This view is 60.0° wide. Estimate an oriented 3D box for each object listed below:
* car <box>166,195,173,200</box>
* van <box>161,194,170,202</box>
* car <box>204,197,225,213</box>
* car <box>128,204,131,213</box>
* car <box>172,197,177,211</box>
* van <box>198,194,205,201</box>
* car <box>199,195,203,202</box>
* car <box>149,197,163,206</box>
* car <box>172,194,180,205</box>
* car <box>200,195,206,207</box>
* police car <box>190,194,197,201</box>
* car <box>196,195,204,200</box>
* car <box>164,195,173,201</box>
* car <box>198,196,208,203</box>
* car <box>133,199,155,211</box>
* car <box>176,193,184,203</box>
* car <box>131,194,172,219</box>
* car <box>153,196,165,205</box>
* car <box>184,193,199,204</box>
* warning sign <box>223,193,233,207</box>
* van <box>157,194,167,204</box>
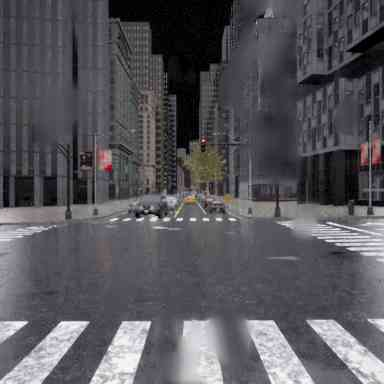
[{"bbox_3d":[-6.233,1.624,93.766,1.802,1.307,4.206,0,0,0],"label":"car"},{"bbox_3d":[-6.129,1.368,77.527,1.690,1.788,3.998,0,0,0],"label":"van"},{"bbox_3d":[2.662,1.556,36.362,2.008,1.369,4.403,0,0,0],"label":"car"},{"bbox_3d":[-5.863,1.556,36.311,2.008,1.369,4.403,0,0,0],"label":"car"},{"bbox_3d":[-3.231,1.608,41.731,1.895,1.301,4.718,0,0,0],"label":"car"},{"bbox_3d":[2.356,1.373,83.723,1.690,1.788,3.998,0,0,0],"label":"van"},{"bbox_3d":[2.557,1.562,52.695,2.008,1.369,4.403,0,0,0],"label":"car"},{"bbox_3d":[-5.989,1.579,55.874,1.947,1.339,4.313,0,0,0],"label":"car"},{"bbox_3d":[-3.298,1.537,53.774,1.812,1.442,4.674,0,0,0],"label":"car"},{"bbox_3d":[2.592,1.553,47.251,1.887,1.381,4.507,0,0,0],"label":"car"},{"bbox_3d":[0.452,1.463,90.537,1.930,1.638,5.238,0,0,0],"label":"police car"},{"bbox_3d":[2.288,1.593,94.300,2.008,1.369,4.403,0,0,0],"label":"car"},{"bbox_3d":[-6.199,1.587,88.353,2.008,1.369,4.403,0,0,0],"label":"car"},{"bbox_3d":[2.425,1.589,73.146,1.947,1.339,4.313,0,0,0],"label":"car"},{"bbox_3d":[-5.895,1.557,41.303,2.008,1.369,4.403,0,0,0],"label":"car"},{"bbox_3d":[-3.312,1.525,69.363,2.128,1.511,4.902,0,0,0],"label":"car"},{"bbox_3d":[-3.476,1.226,29.619,2.150,2.045,5.566,0,0,4],"label":"car"},{"bbox_3d":[-6.023,1.541,61.117,1.752,1.417,4.829,0,0,0],"label":"car"},{"bbox_3d":[-0.166,1.494,62.370,1.882,1.535,5.008,0,0,0],"label":"car"},{"bbox_3d":[4.912,1.123,45.453,1.300,1.860,1.060,0,0,0],"label":"warning sign"},{"bbox_3d":[-6.059,1.360,66.700,1.690,1.788,3.998,0,0,0],"label":"van"}]
